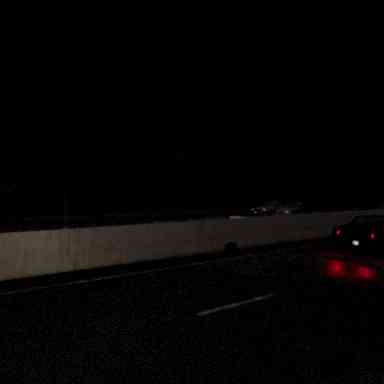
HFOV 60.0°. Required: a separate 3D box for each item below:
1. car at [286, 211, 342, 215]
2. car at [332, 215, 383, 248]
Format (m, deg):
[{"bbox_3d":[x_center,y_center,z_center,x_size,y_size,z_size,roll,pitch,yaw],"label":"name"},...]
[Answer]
[{"bbox_3d":[8.733,1.508,22.992,4.892,1.490,1.837,0,0,-34],"label":"car"},{"bbox_3d":[7.913,1.603,13.689,4.718,1.301,1.895,0,0,-35],"label":"car"}]
